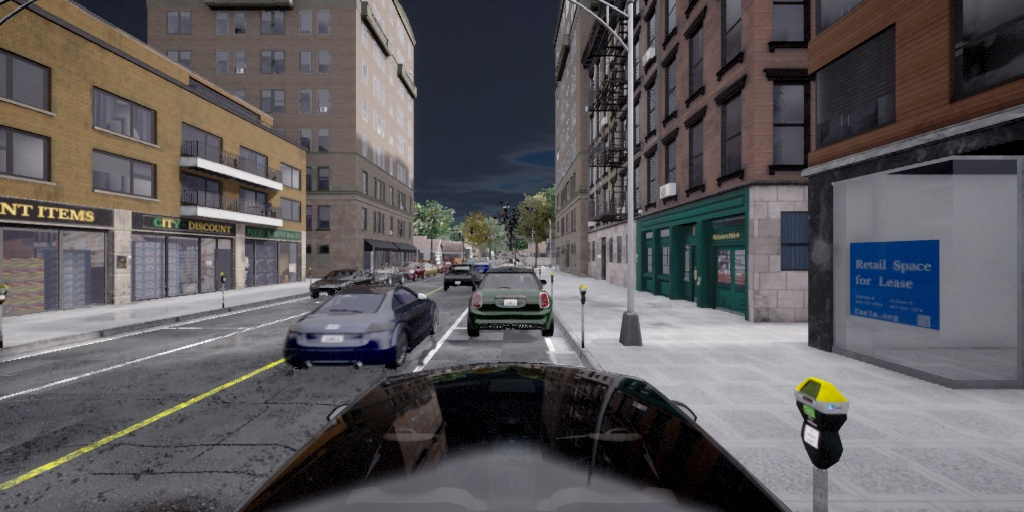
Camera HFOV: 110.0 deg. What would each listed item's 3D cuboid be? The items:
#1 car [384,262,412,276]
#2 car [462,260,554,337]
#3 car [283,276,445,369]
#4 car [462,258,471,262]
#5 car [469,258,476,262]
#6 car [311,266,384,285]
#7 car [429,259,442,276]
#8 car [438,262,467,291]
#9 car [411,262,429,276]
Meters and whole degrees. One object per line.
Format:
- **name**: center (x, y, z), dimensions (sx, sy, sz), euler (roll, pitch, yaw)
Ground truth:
- **car**: center (-8.408, 1.303, 23.719), dimensions (2.007, 1.370, 4.403), euler (0, 0, 0)
- **car**: center (-0.033, 1.103, 10.470), dimensions (2.097, 1.767, 4.553), euler (0, 0, 0)
- **car**: center (-2.920, 1.315, 7.836), dimensions (1.994, 1.385, 4.181), euler (0, 0, 0)
- **car**: center (-5.776, 1.121, 49.555), dimensions (2.097, 1.767, 4.553), euler (0, 0, 0)
- **car**: center (-3.022, 1.239, 37.885), dimensions (1.882, 1.535, 5.008), euler (0, 0, 0)
- **car**: center (-8.408, 1.316, 18.201), dimensions (1.948, 1.339, 4.313), euler (0, 0, 0)
- **car**: center (-8.408, 1.285, 34.586), dimensions (1.751, 1.417, 4.829), euler (0, 0, 0)
- **car**: center (-2.925, 1.252, 21.804), dimensions (1.837, 1.490, 4.892), euler (0, -1, 0)
- **car**: center (-8.408, 1.195, 29.238), dimensions (1.967, 1.591, 4.097), euler (0, 0, 0)
